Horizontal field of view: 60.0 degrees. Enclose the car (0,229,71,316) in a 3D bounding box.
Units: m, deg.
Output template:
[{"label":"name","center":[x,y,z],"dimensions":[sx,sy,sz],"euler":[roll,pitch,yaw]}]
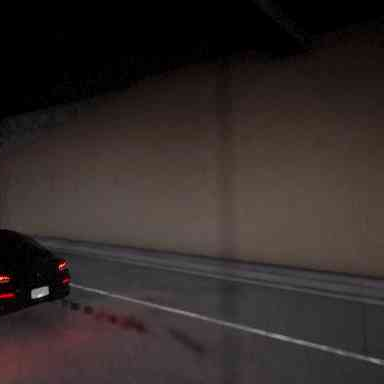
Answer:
[{"label":"car","center":[-4.426,1.505,6.882],"dimensions":[4.674,1.442,1.812],"euler":[0,0,35]}]
